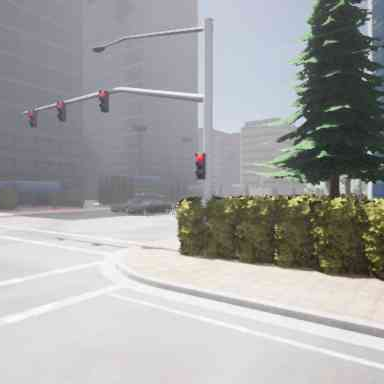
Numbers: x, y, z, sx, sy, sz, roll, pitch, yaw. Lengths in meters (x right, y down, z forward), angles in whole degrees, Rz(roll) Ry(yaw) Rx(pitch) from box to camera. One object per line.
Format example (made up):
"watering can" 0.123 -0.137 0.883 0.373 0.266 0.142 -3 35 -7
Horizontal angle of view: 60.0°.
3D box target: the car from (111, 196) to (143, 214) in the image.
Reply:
"car" -6.313 1.487 34.905 1.837 1.490 4.892 0 0 35

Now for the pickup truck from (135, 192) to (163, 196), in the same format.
"pickup truck" -7.384 1.032 55.997 6.274 2.098 2.390 0 0 -24

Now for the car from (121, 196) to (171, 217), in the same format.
"car" -4.055 1.462 32.034 1.882 1.535 5.008 0 0 35
